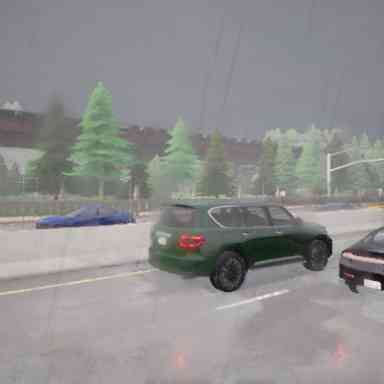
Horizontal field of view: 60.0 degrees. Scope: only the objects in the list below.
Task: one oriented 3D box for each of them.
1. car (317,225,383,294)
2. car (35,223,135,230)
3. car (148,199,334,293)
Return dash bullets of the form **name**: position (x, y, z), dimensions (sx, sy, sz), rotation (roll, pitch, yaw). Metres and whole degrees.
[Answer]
- **car**: position (5.287, 1.488, 7.517), dimensions (4.902, 1.511, 2.128), rotation (0, 0, -36)
- **car**: position (-5.433, 1.475, 17.312), dimensions (5.008, 1.535, 1.882), rotation (0, 0, -35)
- **car**: position (1.512, 1.218, 9.123), dimensions (5.566, 2.045, 2.150), rotation (0, 0, -35)
